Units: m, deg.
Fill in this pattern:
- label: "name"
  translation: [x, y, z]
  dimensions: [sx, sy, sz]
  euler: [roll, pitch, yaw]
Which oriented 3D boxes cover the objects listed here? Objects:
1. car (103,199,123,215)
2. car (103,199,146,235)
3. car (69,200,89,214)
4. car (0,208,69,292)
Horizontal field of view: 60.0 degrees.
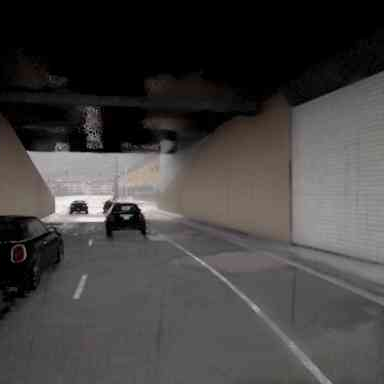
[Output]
- label: "car"
  translation: [-8.685, 1.553, 36.392]
  dimensions: [1.882, 1.535, 5.008]
  euler: [-1, 0, -16]
- label: "car"
  translation: [-3.975, 1.386, 19.482]
  dimensions: [2.097, 1.767, 4.553]
  euler: [-1, 0, -15]
- label: "car"
  translation: [-12.358, 1.636, 36.518]
  dimensions: [1.812, 1.442, 4.674]
  euler: [-1, 0, -16]
- label: "car"
  translation: [-4.912, 1.396, 9.009]
  dimensions: [2.097, 1.767, 4.553]
  euler: [-1, 0, -12]
